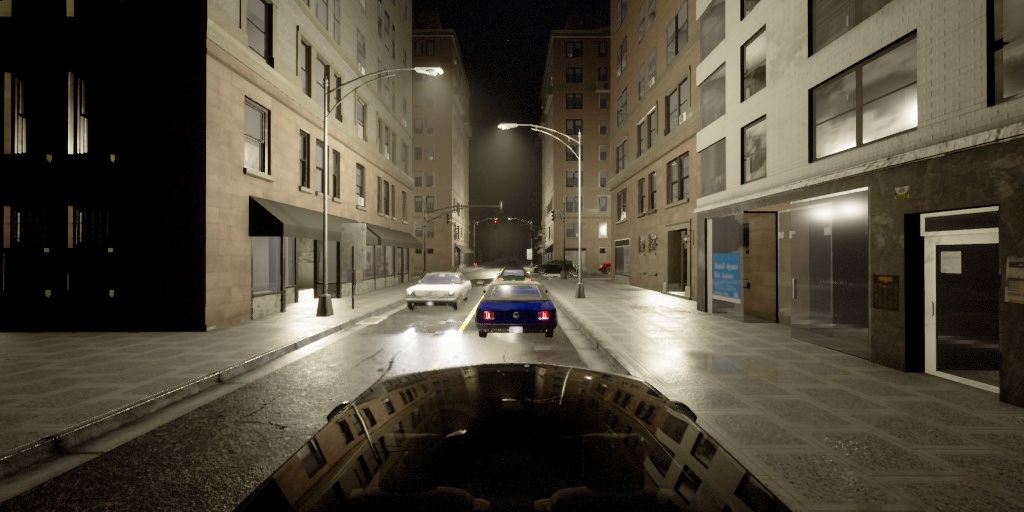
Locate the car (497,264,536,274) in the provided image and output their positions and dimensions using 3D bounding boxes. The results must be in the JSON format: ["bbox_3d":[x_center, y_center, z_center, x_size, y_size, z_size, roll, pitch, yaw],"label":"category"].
[{"bbox_3d":[0.092,1.321,20.073,1.994,1.385,4.181,0,0,0],"label":"car"}]

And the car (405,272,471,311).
[{"bbox_3d":[-2.846,1.354,14.669,1.895,1.301,4.718,0,0,0],"label":"car"}]

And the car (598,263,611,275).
[{"bbox_3d":[12.255,1.103,39.970,5.009,1.841,2.192,0,0,0],"label":"car"}]

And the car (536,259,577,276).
[{"bbox_3d":[4.626,1.132,38.242,4.553,1.767,2.097,0,0,14],"label":"car"}]

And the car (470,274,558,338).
[{"bbox_3d":[0.099,1.352,10.184,1.895,1.301,4.718,0,0,0],"label":"car"}]
